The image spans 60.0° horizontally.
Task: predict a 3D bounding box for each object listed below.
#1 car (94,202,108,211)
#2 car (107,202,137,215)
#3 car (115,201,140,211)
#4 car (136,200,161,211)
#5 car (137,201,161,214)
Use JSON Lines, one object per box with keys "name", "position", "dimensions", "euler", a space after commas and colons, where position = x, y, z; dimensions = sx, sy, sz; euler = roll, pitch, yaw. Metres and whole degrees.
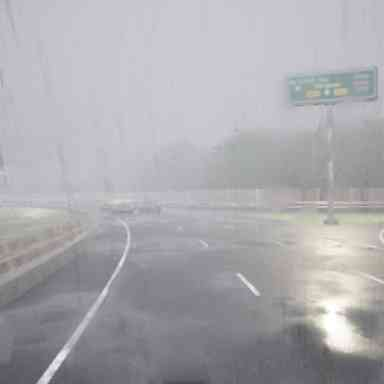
{"name": "car", "position": [-13.263, 2.196, 50.107], "dimensions": [1.994, 1.385, 4.181], "euler": [0, -1, -32]}
{"name": "car", "position": [-8.681, 2.070, 40.980], "dimensions": [1.994, 1.385, 4.181], "euler": [0, -1, -26]}
{"name": "car", "position": [-10.066, 2.180, 51.581], "dimensions": [2.033, 1.411, 5.357], "euler": [0, -1, -32]}
{"name": "car", "position": [-7.024, 2.128, 53.313], "dimensions": [2.128, 1.511, 4.902], "euler": [0, -1, -32]}
{"name": "car", "position": [-5.435, 1.996, 42.285], "dimensions": [2.128, 1.511, 4.902], "euler": [0, -1, -26]}
